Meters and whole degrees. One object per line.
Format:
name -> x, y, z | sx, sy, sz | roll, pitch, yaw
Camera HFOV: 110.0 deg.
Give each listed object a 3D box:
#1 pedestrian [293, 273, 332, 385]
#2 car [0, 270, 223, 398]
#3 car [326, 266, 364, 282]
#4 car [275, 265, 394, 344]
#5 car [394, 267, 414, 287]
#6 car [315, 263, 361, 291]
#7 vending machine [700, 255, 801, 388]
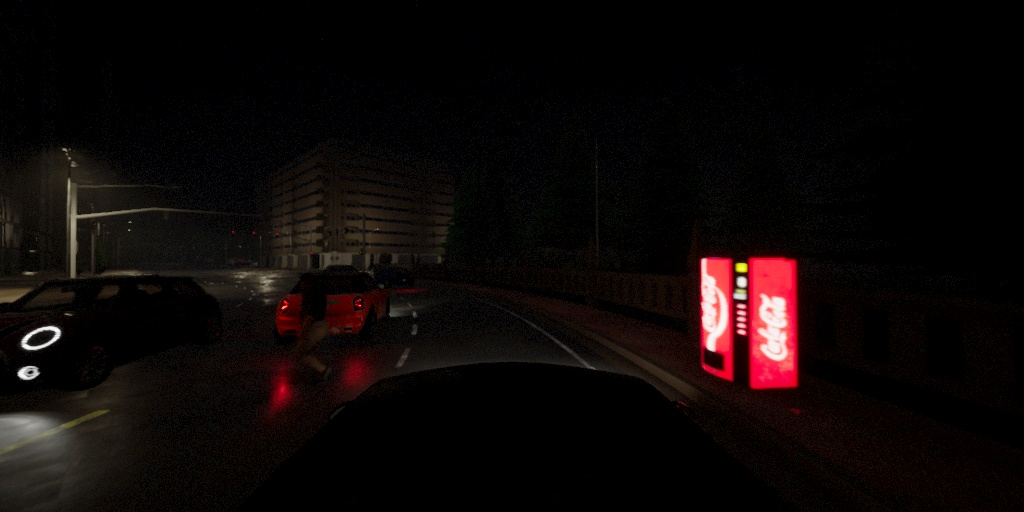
pedestrian -> -3.113, 1.098, 5.624 | 0.375, 1.860, 0.375 | 0, -1, -7
car -> -7.791, 1.180, 6.757 | 2.097, 1.767, 4.553 | 0, -1, -11
car -> -16.531, 1.726, 35.421 | 4.674, 1.442, 1.812 | -1, -1, 43
car -> -4.823, 1.218, 10.305 | 2.097, 1.767, 4.553 | 0, -1, -12
car -> -9.071, 1.560, 27.108 | 1.882, 1.535, 5.008 | 1, -1, -38
car -> -12.714, 1.429, 26.060 | 2.097, 1.767, 4.553 | 0, -1, -39
vending machine -> 3.696, 0.987, 5.666 | 1.100, 2.100, 0.880 | 0, 0, -6
